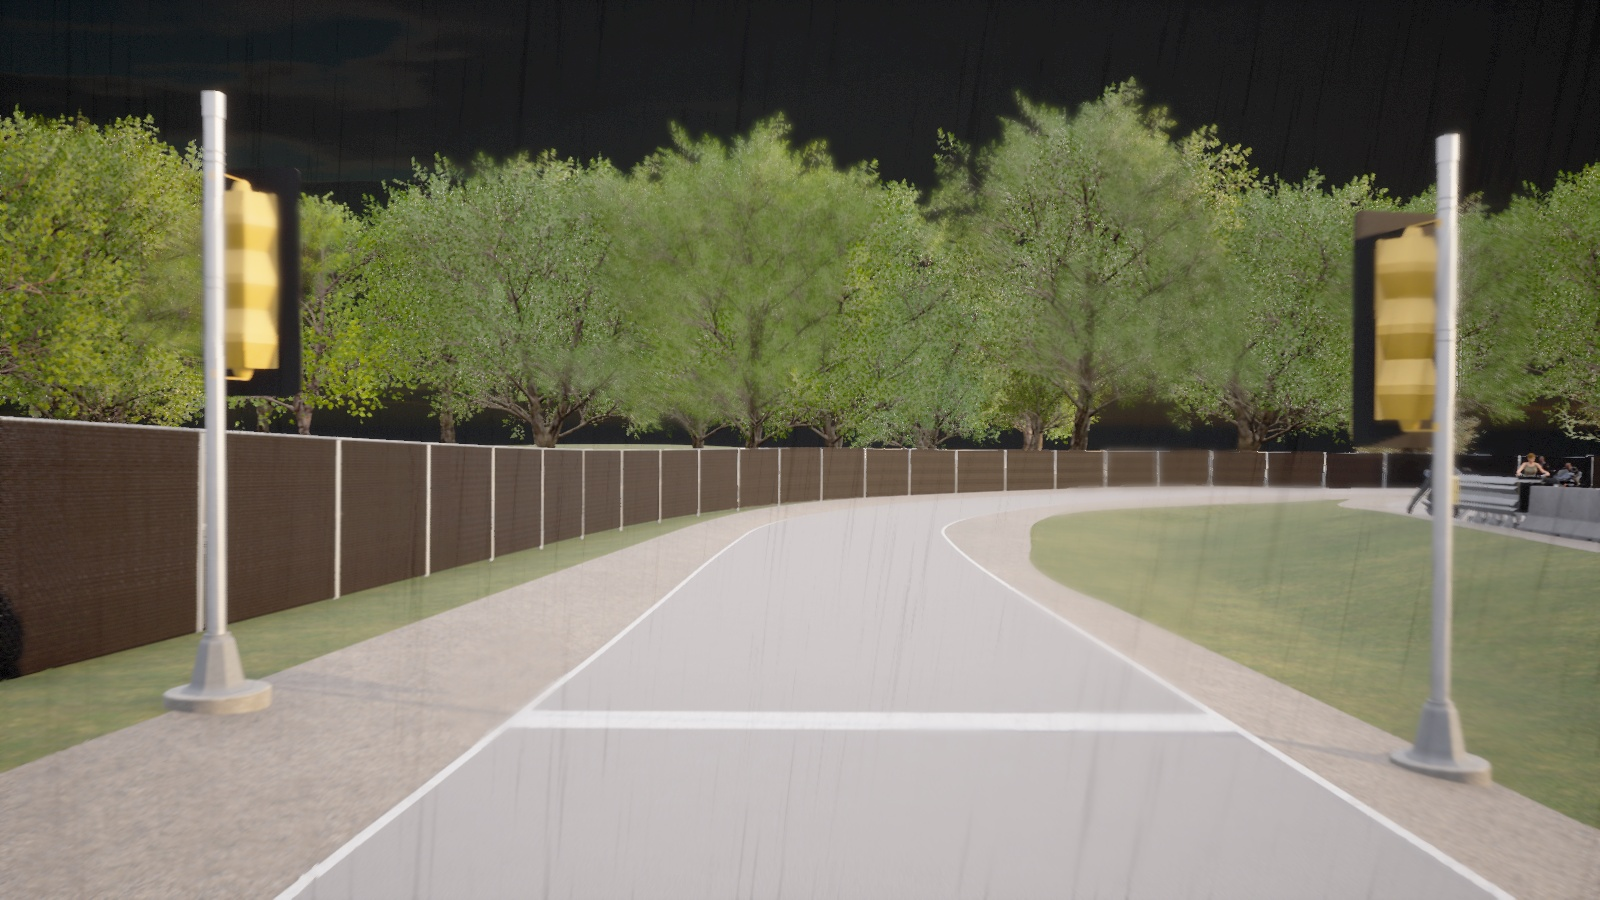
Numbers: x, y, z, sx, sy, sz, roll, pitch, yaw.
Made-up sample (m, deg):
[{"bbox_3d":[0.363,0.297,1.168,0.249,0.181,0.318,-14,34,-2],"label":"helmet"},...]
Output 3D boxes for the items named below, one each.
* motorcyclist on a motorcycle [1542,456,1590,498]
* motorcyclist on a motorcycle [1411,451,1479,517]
[{"bbox_3d":[29.042,1.023,47.576,2.191,1.530,0.866,1,0,-40],"label":"motorcyclist on a motorcycle"},{"bbox_3d":[15.483,0.803,30.212,0.866,1.530,2.191,0,-1,11],"label":"motorcyclist on a motorcycle"}]
